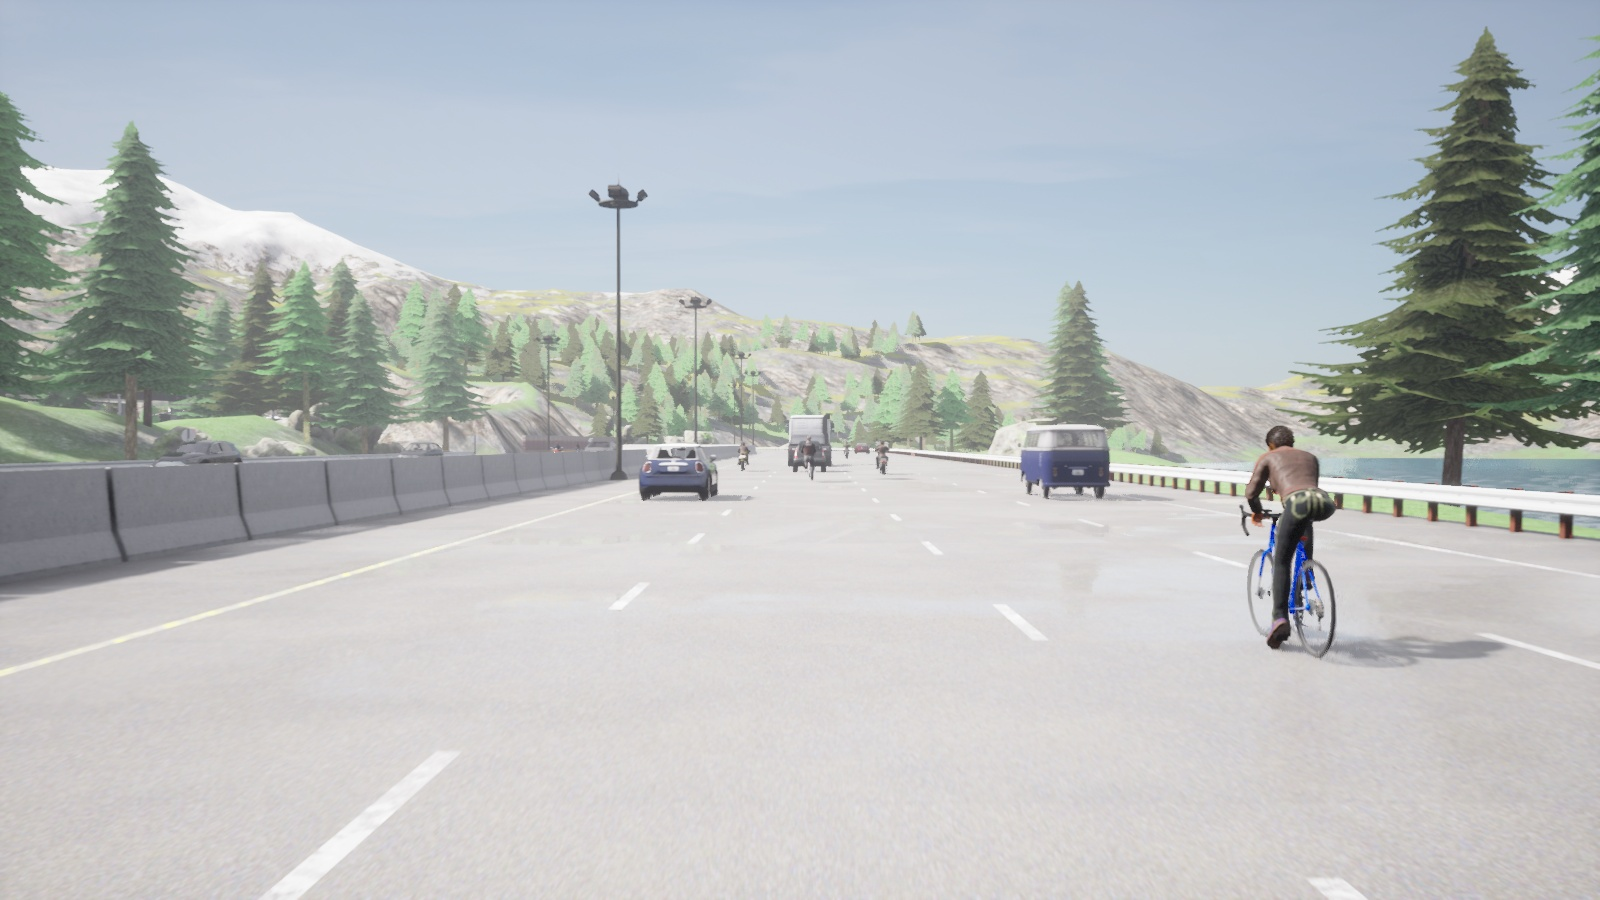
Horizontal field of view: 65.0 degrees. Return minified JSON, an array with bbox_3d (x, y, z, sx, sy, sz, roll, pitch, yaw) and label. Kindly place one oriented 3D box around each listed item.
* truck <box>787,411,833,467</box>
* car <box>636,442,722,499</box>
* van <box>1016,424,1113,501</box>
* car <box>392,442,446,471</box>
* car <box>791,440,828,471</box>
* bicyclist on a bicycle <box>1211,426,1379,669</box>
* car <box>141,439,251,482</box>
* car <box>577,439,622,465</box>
[{"bbox_3d":[0.640,-0.700,82.476,2.891,3.462,7.936,0,0,1],"label":"truck"},{"bbox_3d":[-3.275,0.514,34.557,1.970,1.475,3.806,0,0,0],"label":"car"},{"bbox_3d":[7.227,0.309,34.772,1.775,1.987,4.442,0,0,0],"label":"van"},{"bbox_3d":[-20.489,0.326,67.686,1.789,1.549,3.705,0,0,1],"label":"car"},{"bbox_3d":[0.497,0.273,66.027,1.851,1.617,3.988,0,0,0],"label":"car"},{"bbox_3d":[3.569,0.650,9.198,0.582,1.620,1.656,0,0,0],"label":"bicyclist on a bicycle"},{"bbox_3d":[-24.141,0.373,50.427,2.033,1.649,4.856,0,0,0],"label":"car"},{"bbox_3d":[-13.349,0.107,83.767,2.242,1.667,4.611,0,0,1],"label":"car"}]
